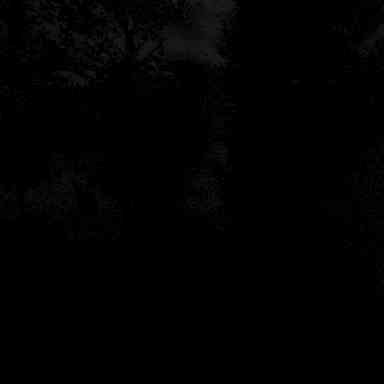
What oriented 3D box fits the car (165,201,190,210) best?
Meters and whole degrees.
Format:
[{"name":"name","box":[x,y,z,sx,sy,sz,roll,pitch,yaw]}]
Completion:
[{"name":"car","box":[-3.636,3.214,75.448,4.892,1.521,2.231,1,-2,-3]}]

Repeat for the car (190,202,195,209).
[{"name":"car","box":[-2.790,3.110,78.294,5.566,2.045,2.435,1,-2,-3]}]

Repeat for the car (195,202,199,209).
[{"name":"car","box":[-1.848,3.261,81.141,5.566,2.045,2.435,1,-3,-3]}]

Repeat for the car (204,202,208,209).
[{"name":"car","box":[0.872,3.685,89.622,5.566,2.045,2.435,1,-3,-2]}]

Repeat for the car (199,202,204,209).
[{"name":"car","box":[-0.266,3.796,86.761,5.366,1.575,1.946,1,-2,-2]}]

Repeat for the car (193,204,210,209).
[{"name":"car","box":[2.685,4.200,95.242,4.792,1.488,2.163,1,-2,-2]}]
